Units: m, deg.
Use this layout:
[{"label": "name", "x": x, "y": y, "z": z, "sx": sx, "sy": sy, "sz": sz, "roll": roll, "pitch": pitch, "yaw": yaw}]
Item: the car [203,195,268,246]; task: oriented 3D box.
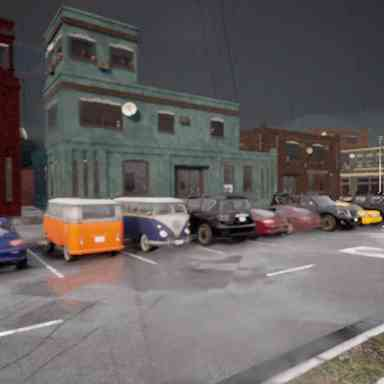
[{"label": "car", "x": 0.442, "y": 1.167, "z": 15.325, "sx": 2.435, "sy": 2.045, "sz": 5.566, "roll": 0, "pitch": 0, "yaw": -35}]

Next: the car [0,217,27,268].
[{"label": "car", "x": -6.431, "y": 1.504, "z": 10.391, "sx": 2.002, "sy": 1.452, "sz": 4.674, "roll": 0, "pitch": 0, "yaw": -35}]

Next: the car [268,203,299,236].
[{"label": "car", "x": 2.725, "y": 1.445, "z": 16.912, "sx": 2.002, "sy": 1.452, "sz": 4.674, "roll": 0, "pitch": 0, "yaw": -35}]

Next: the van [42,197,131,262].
[{"label": "van", "x": -4.136, "y": 1.221, "z": 12.173, "sx": 1.878, "sy": 1.987, "sz": 4.442, "roll": 0, "pitch": 0, "yaw": -35}]

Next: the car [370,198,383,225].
[{"label": "car", "x": 9.406, "y": 1.369, "z": 21.902, "sx": 1.946, "sy": 1.575, "sz": 5.366, "roll": 0, "pitch": 0, "yaw": -35}]

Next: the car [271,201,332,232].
[{"label": "car", "x": 4.936, "y": 1.433, "z": 18.487, "sx": 2.002, "sy": 1.452, "sz": 4.674, "roll": 0, "pitch": 0, "yaw": -35}]

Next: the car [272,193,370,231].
[{"label": "car", "x": 7.164, "y": 1.132, "z": 20.043, "sx": 2.435, "sy": 2.045, "sz": 5.566, "roll": 0, "pitch": 0, "yaw": -35}]

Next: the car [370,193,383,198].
[{"label": "car", "x": 11.761, "y": 1.112, "z": 23.388, "sx": 2.435, "sy": 2.045, "sz": 5.566, "roll": 0, "pitch": 0, "yaw": -35}]

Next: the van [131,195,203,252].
[{"label": "van", "x": -1.738, "y": 1.205, "z": 13.594, "sx": 1.878, "sy": 1.987, "sz": 4.442, "roll": 0, "pitch": 0, "yaw": -35}]
